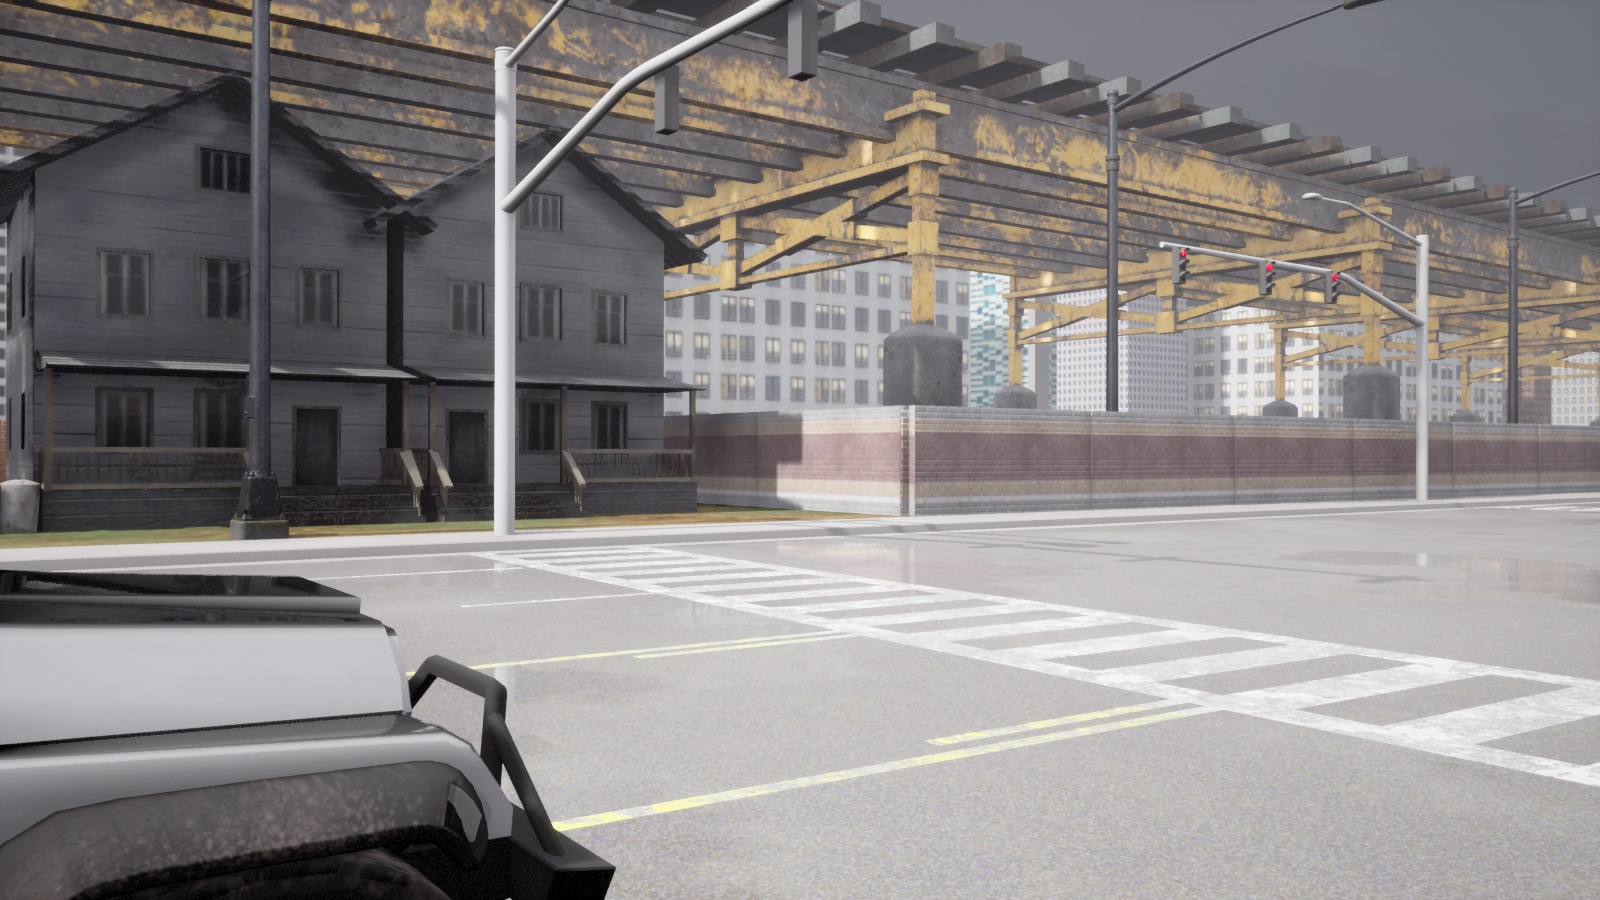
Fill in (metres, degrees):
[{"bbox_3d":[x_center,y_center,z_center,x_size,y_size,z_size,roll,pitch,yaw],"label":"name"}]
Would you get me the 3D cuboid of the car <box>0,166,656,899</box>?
[{"bbox_3d":[-2.398,0.551,1.999,3.866,1.878,1.905,0,0,-34],"label":"car"}]
